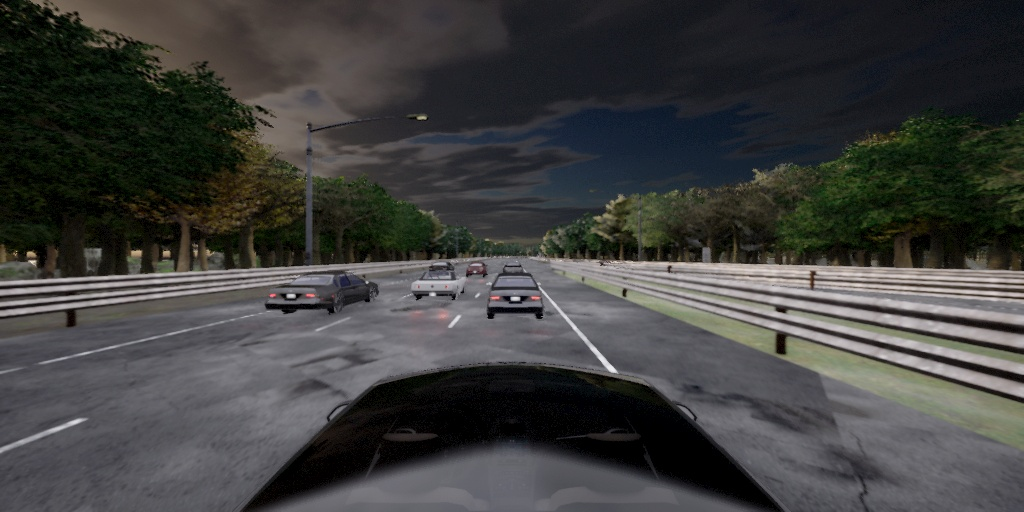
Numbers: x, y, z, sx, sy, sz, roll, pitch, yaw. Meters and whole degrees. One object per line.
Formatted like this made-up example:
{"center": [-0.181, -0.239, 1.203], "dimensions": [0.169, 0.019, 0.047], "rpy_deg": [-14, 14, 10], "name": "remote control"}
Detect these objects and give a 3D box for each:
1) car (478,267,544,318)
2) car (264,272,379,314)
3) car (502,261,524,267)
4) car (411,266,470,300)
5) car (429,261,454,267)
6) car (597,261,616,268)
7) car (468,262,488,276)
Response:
{"center": [0.098, 1.301, 13.019], "dimensions": [2.033, 1.411, 5.357], "rpy_deg": [0, 0, 0], "name": "car"}
{"center": [-6.904, 1.301, 13.739], "dimensions": [2.033, 1.411, 5.357], "rpy_deg": [0, 0, 0], "name": "car"}
{"center": [0.102, 1.254, 33.928], "dimensions": [2.128, 1.511, 4.902], "rpy_deg": [0, 0, 0], "name": "car"}
{"center": [-3.399, 1.356, 17.597], "dimensions": [1.895, 1.301, 4.718], "rpy_deg": [0, 0, 0], "name": "car"}
{"center": [-6.900, 1.241, 35.667], "dimensions": [1.882, 1.535, 5.008], "rpy_deg": [0, 0, 0], "name": "car"}
{"center": [12.160, 1.384, 47.972], "dimensions": [1.812, 1.442, 4.674], "rpy_deg": [0, 0, -14], "name": "car"}
{"center": [-3.400, 1.288, 35.273], "dimensions": [1.812, 1.442, 4.674], "rpy_deg": [0, 0, 0], "name": "car"}
